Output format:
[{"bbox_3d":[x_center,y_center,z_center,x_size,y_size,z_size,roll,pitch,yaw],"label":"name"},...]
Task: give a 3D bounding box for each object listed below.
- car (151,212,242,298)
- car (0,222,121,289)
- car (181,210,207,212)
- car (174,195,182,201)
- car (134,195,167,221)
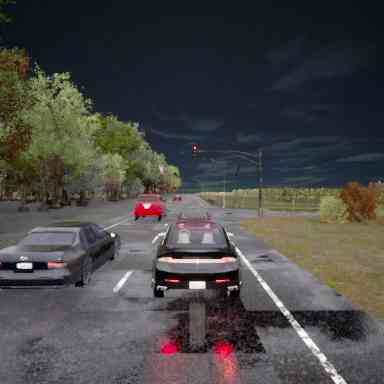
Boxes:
[{"bbox_3d":[0.101,1.494,8.518,2.128,1.511,4.902,0,0,0],"label":"car"},{"bbox_3d":[-3.397,1.550,9.272,2.033,1.411,5.357,0,0,0],"label":"car"},{"bbox_3d":[0.104,1.605,17.734,1.895,1.301,4.718,0,0,0],"label":"car"},{"bbox_3d":[-3.486,1.477,82.704,1.882,1.535,5.008,0,0,0],"label":"car"},{"bbox_3d":[-3.393,1.228,27.730,2.150,2.045,5.566,0,0,0],"label":"car"}]
